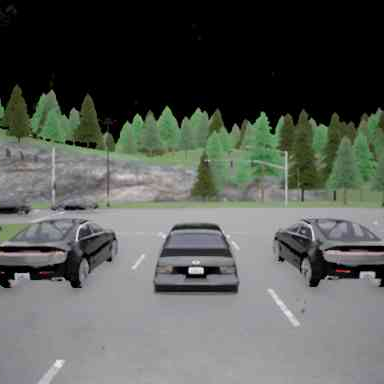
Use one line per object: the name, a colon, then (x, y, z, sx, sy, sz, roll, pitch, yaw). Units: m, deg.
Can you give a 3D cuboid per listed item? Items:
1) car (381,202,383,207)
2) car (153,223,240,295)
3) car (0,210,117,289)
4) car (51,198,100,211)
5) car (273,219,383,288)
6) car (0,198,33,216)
car: (27.350, 1.443, 43.457, 4.892, 1.490, 1.837, 0, 0, 0)
car: (0.107, 1.535, 8.829, 2.033, 1.411, 5.357, 0, 0, 1)
car: (-3.394, 1.479, 9.118, 2.128, 1.511, 4.902, 0, 0, 1)
car: (-12.409, 1.442, 35.484, 4.902, 1.511, 2.128, 0, 0, -13)
car: (3.609, 1.479, 9.212, 2.128, 1.511, 4.902, 0, 0, 1)
car: (-17.255, 1.308, 30.593, 4.553, 1.767, 2.097, 0, 0, -15)
